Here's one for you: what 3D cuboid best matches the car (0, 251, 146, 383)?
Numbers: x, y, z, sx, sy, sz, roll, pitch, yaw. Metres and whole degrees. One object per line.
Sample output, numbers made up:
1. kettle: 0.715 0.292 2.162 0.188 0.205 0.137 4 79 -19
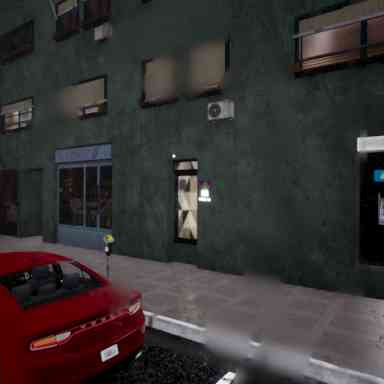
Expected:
1. car: -2.676 1.544 4.772 4.507 1.381 1.887 0 0 35
